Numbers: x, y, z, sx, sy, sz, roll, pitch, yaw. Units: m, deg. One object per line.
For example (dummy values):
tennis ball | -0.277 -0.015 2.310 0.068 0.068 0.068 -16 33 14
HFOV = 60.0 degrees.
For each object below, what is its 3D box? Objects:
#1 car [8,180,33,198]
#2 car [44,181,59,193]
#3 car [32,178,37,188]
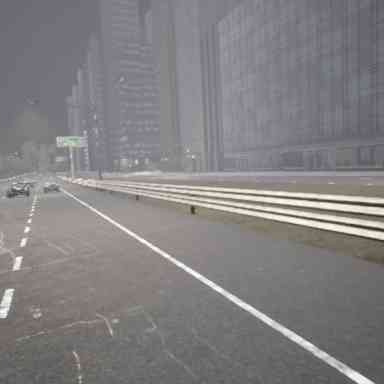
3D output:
car | -20.370 -0.330 39.185 2.097 1.767 4.553 -5 4 -24
car | -19.258 -0.700 45.445 2.128 1.511 4.902 -5 5 -24
car | -32.738 -1.462 66.594 2.128 1.511 4.902 -5 5 -24
